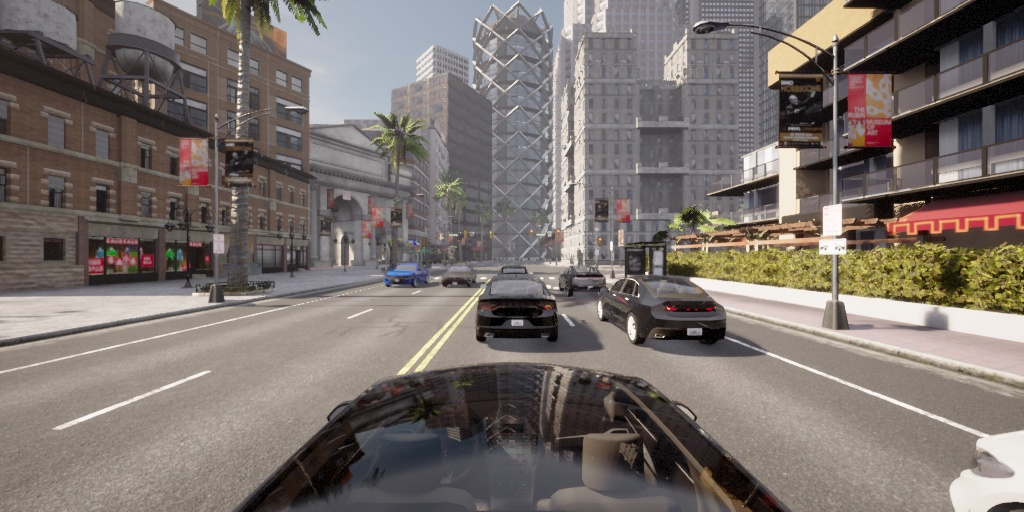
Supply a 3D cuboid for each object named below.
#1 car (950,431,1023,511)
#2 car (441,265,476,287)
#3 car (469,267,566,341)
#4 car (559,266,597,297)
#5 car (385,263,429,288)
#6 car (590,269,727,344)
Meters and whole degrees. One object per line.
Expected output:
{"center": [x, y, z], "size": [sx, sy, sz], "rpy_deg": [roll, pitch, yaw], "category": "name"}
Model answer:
{"center": [3.662, 1.276, 0.218], "size": [1.812, 1.442, 4.674], "rpy_deg": [0, 0, -1], "category": "car"}
{"center": [-3.500, 1.310, 24.579], "size": [2.033, 1.411, 5.357], "rpy_deg": [0, 0, 0], "category": "car"}
{"center": [0.109, 1.227, 9.878], "size": [1.882, 1.535, 5.008], "rpy_deg": [0, 0, 0], "category": "car"}
{"center": [3.602, 1.241, 18.929], "size": [2.128, 1.511, 4.902], "rpy_deg": [0, 0, 0], "category": "car"}
{"center": [-7.002, 1.231, 24.312], "size": [1.882, 1.535, 5.008], "rpy_deg": [0, 0, 0], "category": "car"}
{"center": [3.609, 1.255, 9.523], "size": [1.837, 1.490, 4.892], "rpy_deg": [0, 0, 0], "category": "car"}
